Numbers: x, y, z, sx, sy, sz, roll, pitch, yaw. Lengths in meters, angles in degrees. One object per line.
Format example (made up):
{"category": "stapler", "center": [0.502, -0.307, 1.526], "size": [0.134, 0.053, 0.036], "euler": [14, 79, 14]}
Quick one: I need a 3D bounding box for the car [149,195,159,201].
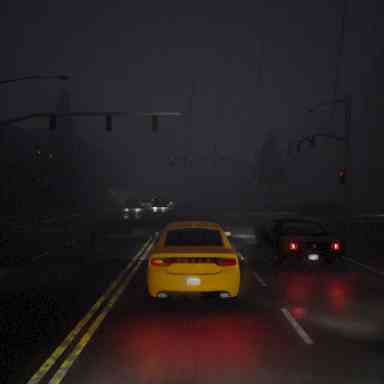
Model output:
{"category": "car", "center": [-9.014, 1.478, 79.803], "size": [2.033, 1.411, 5.357], "euler": [0, 0, -2]}

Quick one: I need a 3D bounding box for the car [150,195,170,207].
{"category": "car", "center": [-4.821, 1.561, 50.431], "size": [1.994, 1.385, 4.181], "euler": [0, 0, -1]}

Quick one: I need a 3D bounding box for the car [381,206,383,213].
{"category": "car", "center": [20.725, 1.562, 32.311], "size": [4.181, 1.385, 1.994], "euler": [0, 0, -2]}

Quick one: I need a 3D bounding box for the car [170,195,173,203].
{"category": "car", "center": [-5.106, 1.352, 62.054], "size": [2.097, 1.767, 4.553], "euler": [0, 0, -2]}

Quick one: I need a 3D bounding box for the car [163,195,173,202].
{"category": "car", "center": [-5.453, 1.508, 77.544], "size": [2.128, 1.511, 4.902], "euler": [0, 0, -2]}

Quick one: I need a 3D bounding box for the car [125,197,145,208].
{"category": "car", "center": [-8.229, 1.502, 46.752], "size": [1.837, 1.490, 4.892], "euler": [0, 0, -1]}

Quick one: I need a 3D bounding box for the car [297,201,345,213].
{"category": "car", "center": [13.751, 1.599, 35.658], "size": [4.718, 1.301, 1.895], "euler": [0, 0, 0]}

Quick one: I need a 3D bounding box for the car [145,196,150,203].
{"category": "car", "center": [-8.653, 1.544, 65.145], "size": [2.033, 1.411, 5.357], "euler": [0, 0, -1]}

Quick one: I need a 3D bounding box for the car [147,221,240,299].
{"category": "car", "center": [0.030, 1.477, 8.523], "size": [1.882, 1.535, 5.008], "euler": [0, 0, 0]}

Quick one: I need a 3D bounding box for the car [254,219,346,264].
{"category": "car", "center": [3.497, 1.600, 11.849], "size": [1.895, 1.301, 4.718], "euler": [0, 0, -1]}
